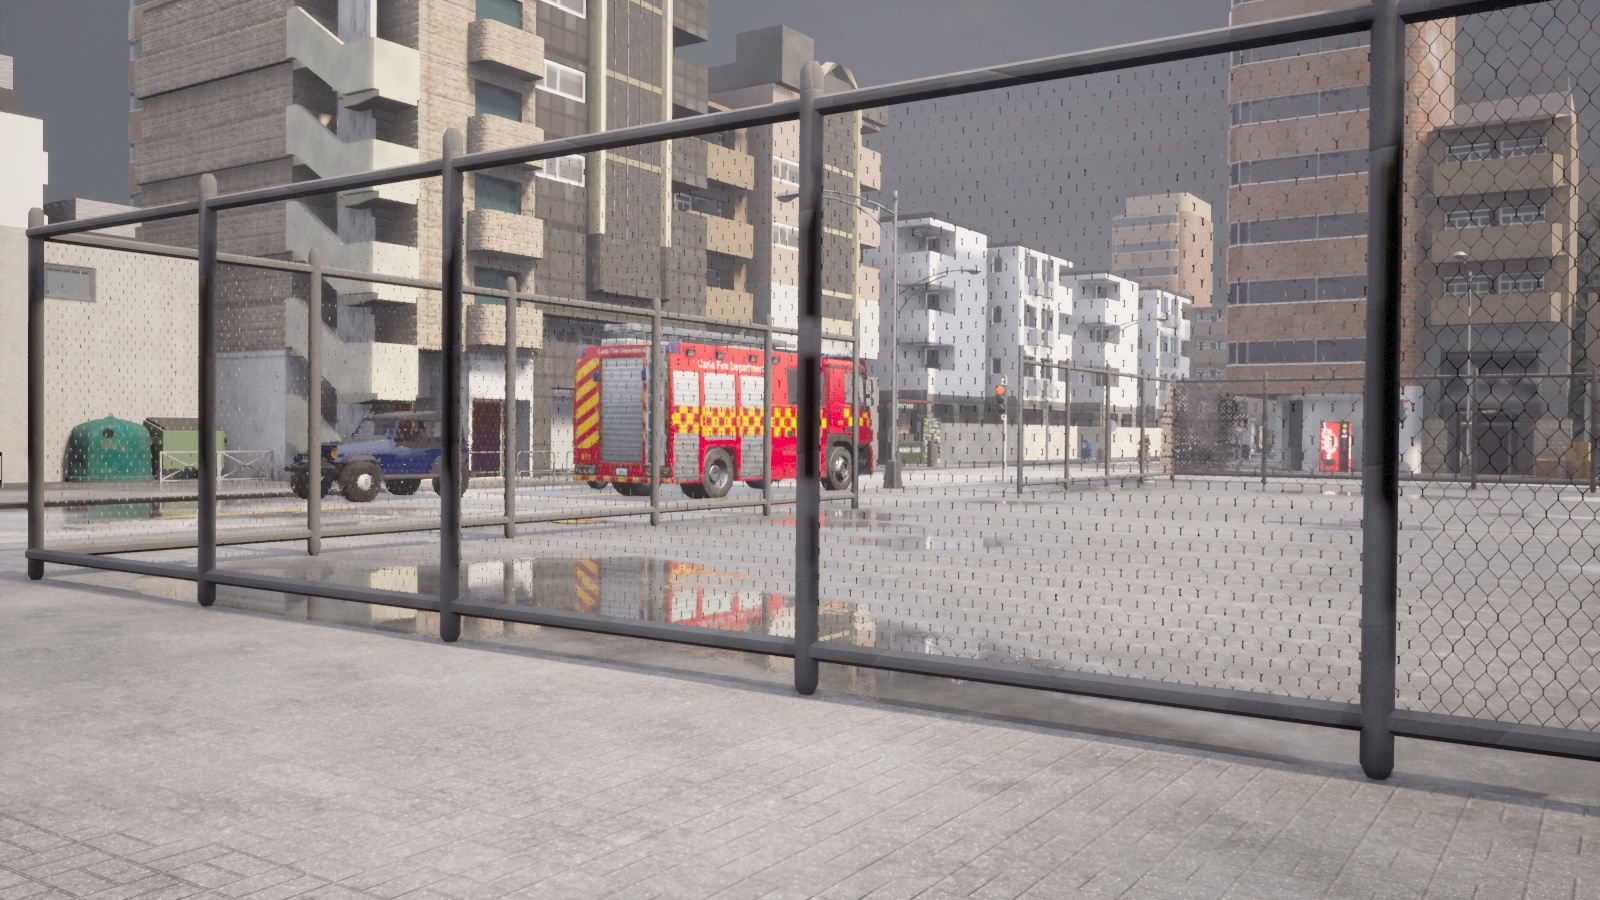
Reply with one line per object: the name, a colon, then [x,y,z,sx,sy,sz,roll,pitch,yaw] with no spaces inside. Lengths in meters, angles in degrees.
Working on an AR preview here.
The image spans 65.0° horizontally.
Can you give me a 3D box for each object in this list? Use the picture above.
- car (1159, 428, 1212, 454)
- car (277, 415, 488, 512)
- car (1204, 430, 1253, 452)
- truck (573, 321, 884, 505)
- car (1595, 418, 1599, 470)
car: [22.694,-0.517,73.863,1.970,1.475,3.806,0,1,33]
car: [-8.728,0.245,26.531,1.905,1.878,3.866,0,1,33]
car: [27.934,-0.573,81.739,1.994,1.385,4.181,0,1,34]
truck: [-1.391,-0.835,30.369,2.891,3.827,8.468,0,1,34]
car: [28.063,-0.227,39.976,4.611,1.667,2.242,0,1,34]
